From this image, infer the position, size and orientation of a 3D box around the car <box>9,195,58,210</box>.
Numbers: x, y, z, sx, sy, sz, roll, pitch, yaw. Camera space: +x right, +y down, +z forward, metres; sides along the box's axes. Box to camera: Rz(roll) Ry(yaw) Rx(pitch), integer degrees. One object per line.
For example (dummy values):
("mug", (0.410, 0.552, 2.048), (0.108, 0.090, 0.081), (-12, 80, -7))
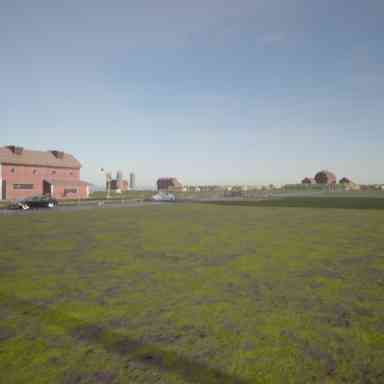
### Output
("car", (-16.959, 1.106, 35.759), (1.837, 1.490, 4.892), (1, 1, 36))

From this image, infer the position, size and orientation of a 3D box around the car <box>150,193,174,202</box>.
("car", (-4.668, 0.815, 52.652), (1.812, 1.442, 4.674), (1, 1, 36))
